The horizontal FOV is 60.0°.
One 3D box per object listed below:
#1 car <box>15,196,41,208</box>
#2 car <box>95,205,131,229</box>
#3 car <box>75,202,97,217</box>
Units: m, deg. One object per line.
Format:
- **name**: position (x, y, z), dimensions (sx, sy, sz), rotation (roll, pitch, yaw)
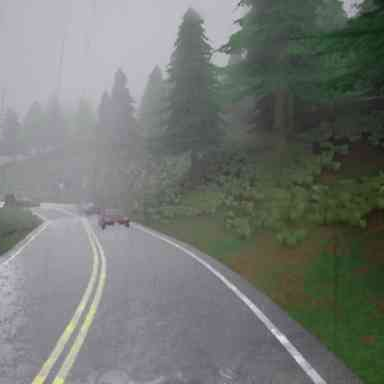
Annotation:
- **car**: position (-21.693, 1.316, 42.690), dimensions (5.008, 1.535, 1.882), rotation (1, 5, 26)
- **car**: position (-5.727, 1.860, 24.131), dimensions (1.895, 1.301, 4.718), rotation (-2, 0, -19)
- **car**: position (-12.199, 1.895, 39.046), dimensions (1.837, 1.490, 4.892), rotation (-2, 6, -35)
